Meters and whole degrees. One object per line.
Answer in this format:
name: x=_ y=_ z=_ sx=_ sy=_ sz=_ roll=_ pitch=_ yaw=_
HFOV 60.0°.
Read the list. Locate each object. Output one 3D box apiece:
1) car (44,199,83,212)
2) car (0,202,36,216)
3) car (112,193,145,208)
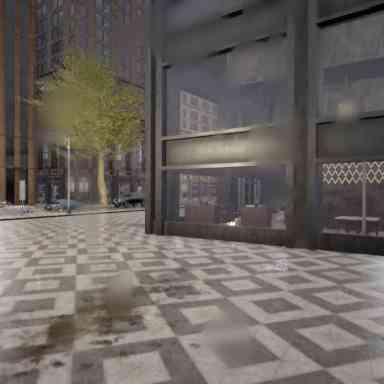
car: x=-14.516 y=1.471 z=37.795 sx=1.994 sy=1.385 sz=4.181 roll=0 pitch=0 yaw=35
car: x=-16.515 y=1.545 z=29.479 sx=1.895 sy=1.301 sz=4.718 roll=0 pitch=0 yaw=36
car: x=-8.435 y=1.105 z=46.290 sx=2.150 sy=2.045 sz=5.566 roll=0 pitch=0 yaw=35
